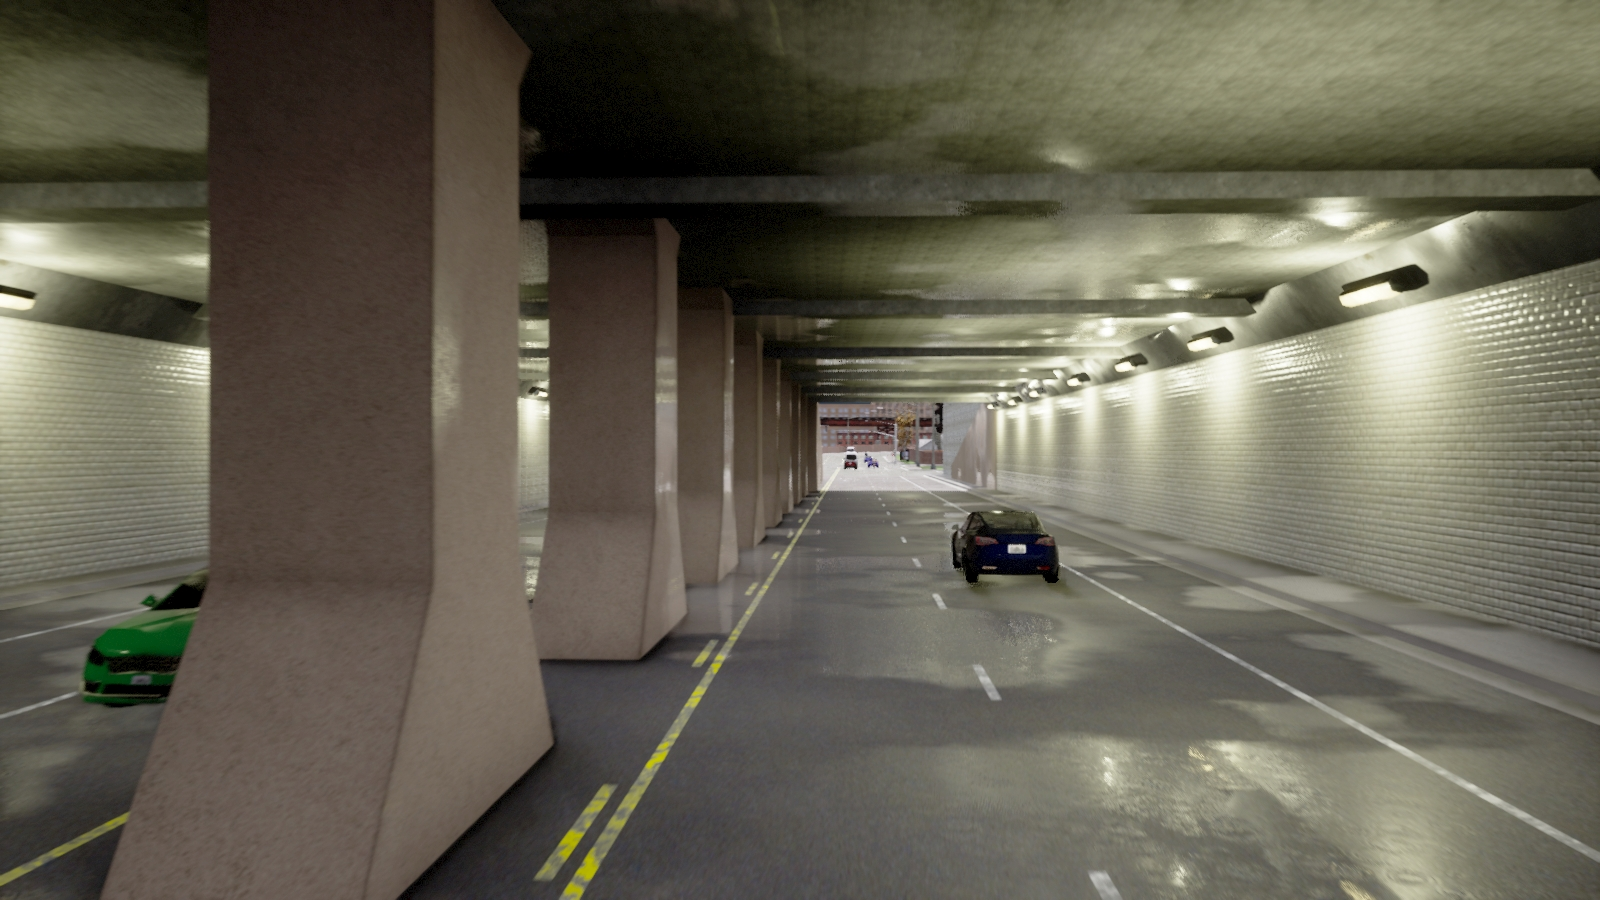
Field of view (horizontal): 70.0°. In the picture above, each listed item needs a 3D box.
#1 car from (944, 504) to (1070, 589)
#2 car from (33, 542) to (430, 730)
[{"bbox_3d":[4.498,2.064,25.600,2.163,1.488,4.792,0,0,3],"label":"car"},{"bbox_3d":[-6.505,2.060,13.906,2.231,1.480,4.892,0,0,3],"label":"car"}]
